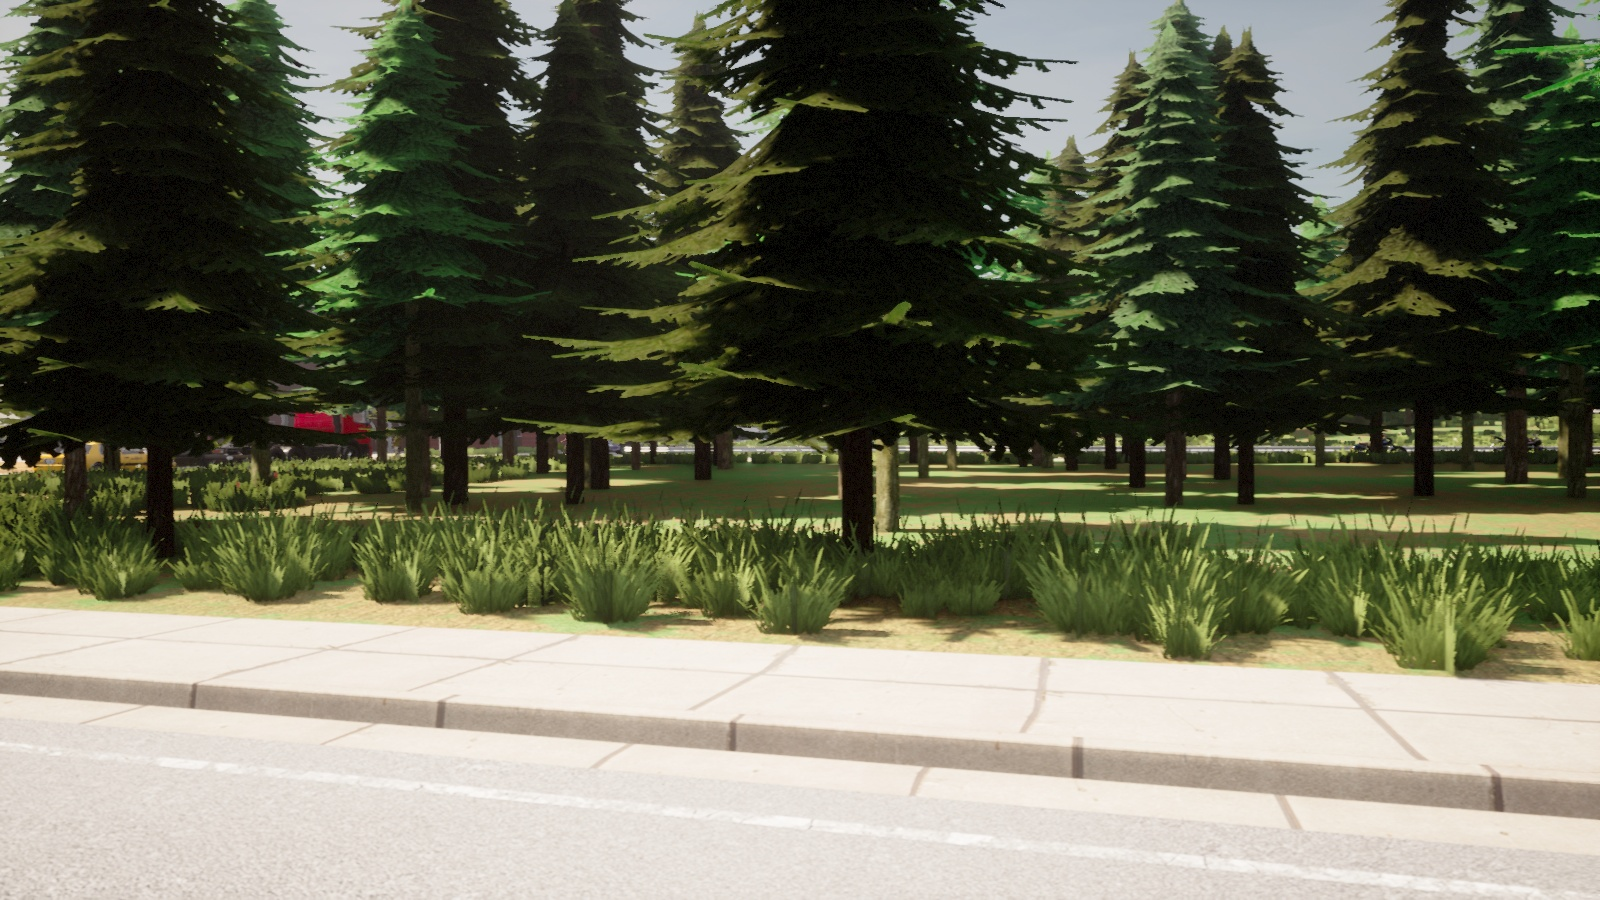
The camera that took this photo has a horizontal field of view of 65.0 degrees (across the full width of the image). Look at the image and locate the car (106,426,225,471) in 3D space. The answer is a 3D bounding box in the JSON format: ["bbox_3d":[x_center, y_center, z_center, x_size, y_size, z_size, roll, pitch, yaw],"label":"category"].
[{"bbox_3d":[-27.418,-0.102,54.459,1.932,1.855,4.605,0,1,17],"label":"car"}]

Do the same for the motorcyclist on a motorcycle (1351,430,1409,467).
[{"bbox_3d":[26.700,-0.078,57.875,2.350,1.649,0.766,0,1,18],"label":"motorcyclist on a motorcycle"}]

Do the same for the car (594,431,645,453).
[{"bbox_3d":[-13.971,-0.620,97.341,2.033,1.649,4.856,0,1,17],"label":"car"}]

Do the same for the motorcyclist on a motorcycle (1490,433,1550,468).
[{"bbox_3d":[32.113,0.029,56.057,2.191,1.530,0.866,0,1,19],"label":"motorcyclist on a motorcycle"}]

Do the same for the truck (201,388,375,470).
[{"bbox_3d":[-22.973,-0.939,56.922,2.891,3.462,7.936,0,1,17],"label":"truck"}]

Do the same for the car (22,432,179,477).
[{"bbox_3d":[-26.064,0.127,47.075,1.801,1.575,5.366,0,1,17],"label":"car"}]
